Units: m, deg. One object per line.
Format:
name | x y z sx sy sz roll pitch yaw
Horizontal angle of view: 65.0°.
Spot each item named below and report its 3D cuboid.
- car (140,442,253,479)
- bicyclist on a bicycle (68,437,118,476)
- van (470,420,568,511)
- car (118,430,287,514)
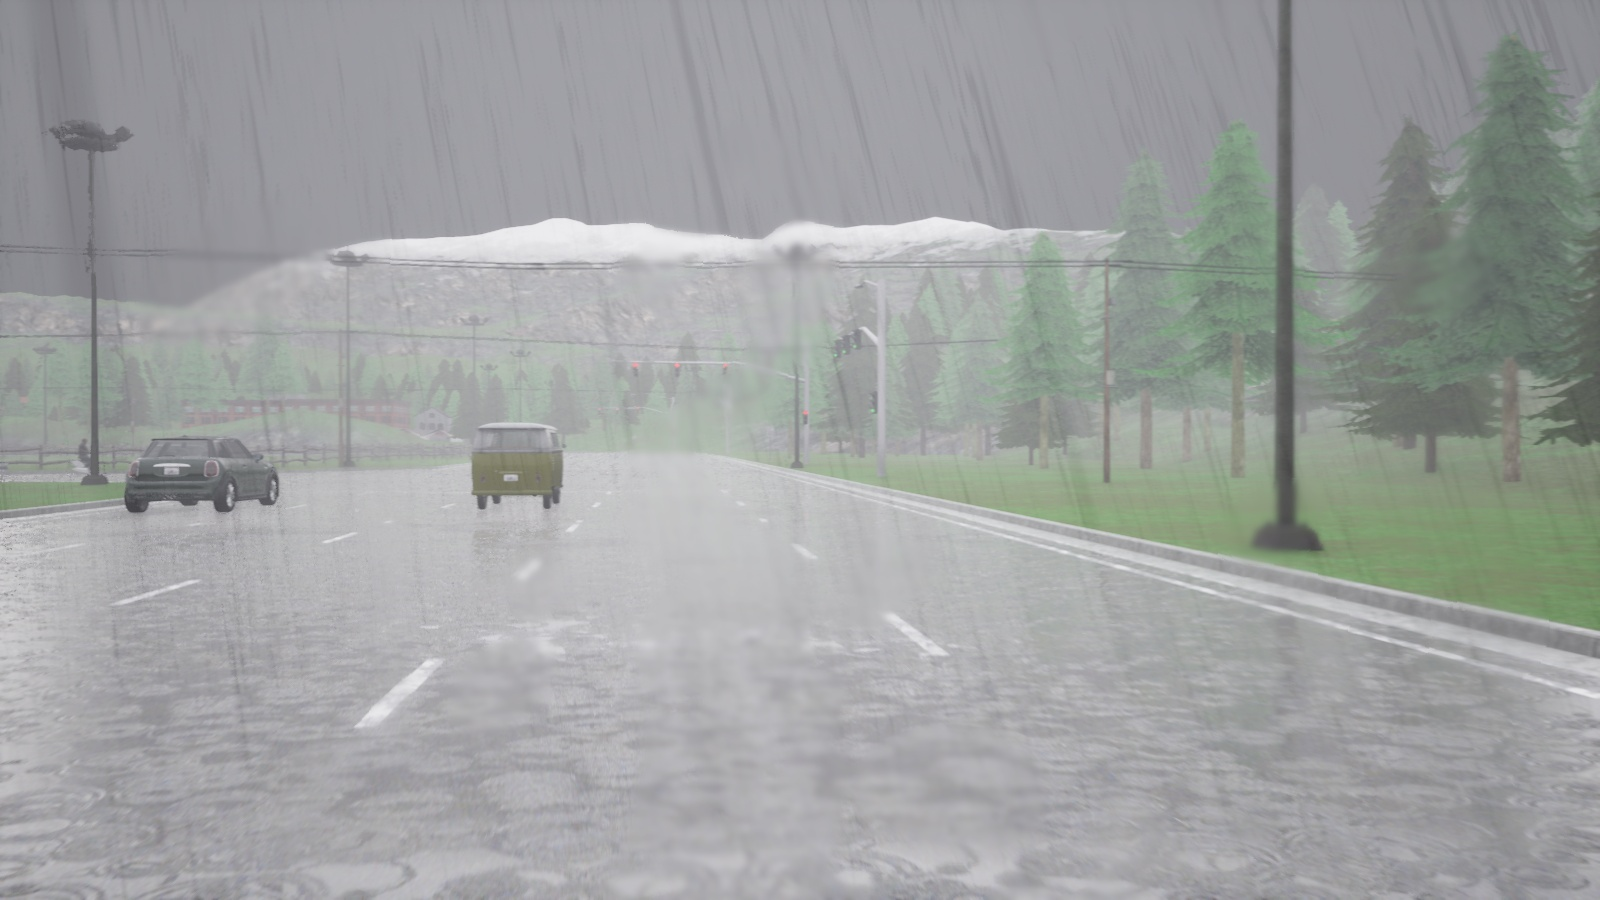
car | -24.534 0.424 51.169 3.806 1.475 1.970 0 0 -13
bicyclist on a bicycle | -32.096 0.296 57.016 1.843 1.776 0.659 0 0 -7
van | -6.559 0.332 29.683 1.775 1.987 4.442 0 0 -6
car | -13.493 0.443 28.684 2.097 1.767 4.553 0 0 -6
